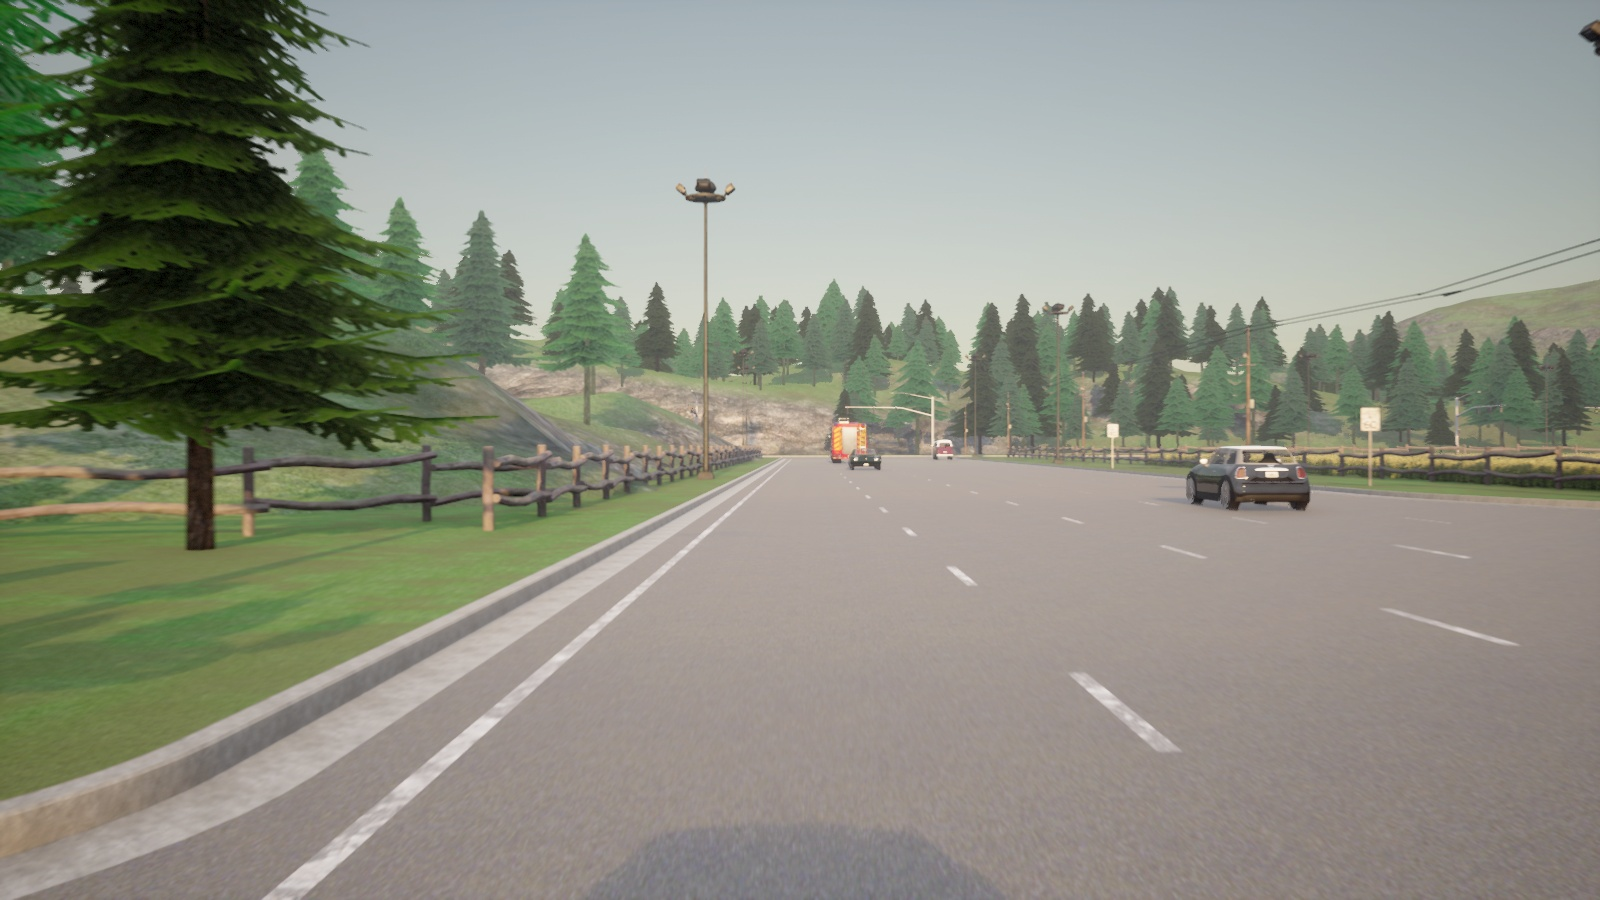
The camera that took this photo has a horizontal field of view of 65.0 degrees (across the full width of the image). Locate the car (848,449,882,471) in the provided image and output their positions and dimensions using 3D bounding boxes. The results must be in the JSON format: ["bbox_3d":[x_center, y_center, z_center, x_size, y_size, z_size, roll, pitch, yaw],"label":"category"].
[{"bbox_3d":[3.956,0.580,76.959,1.895,1.301,4.718,0,0,0],"label":"car"}]

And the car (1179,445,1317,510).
[{"bbox_3d":[10.689,0.615,30.263,1.970,1.475,3.806,0,0,0],"label":"car"}]
